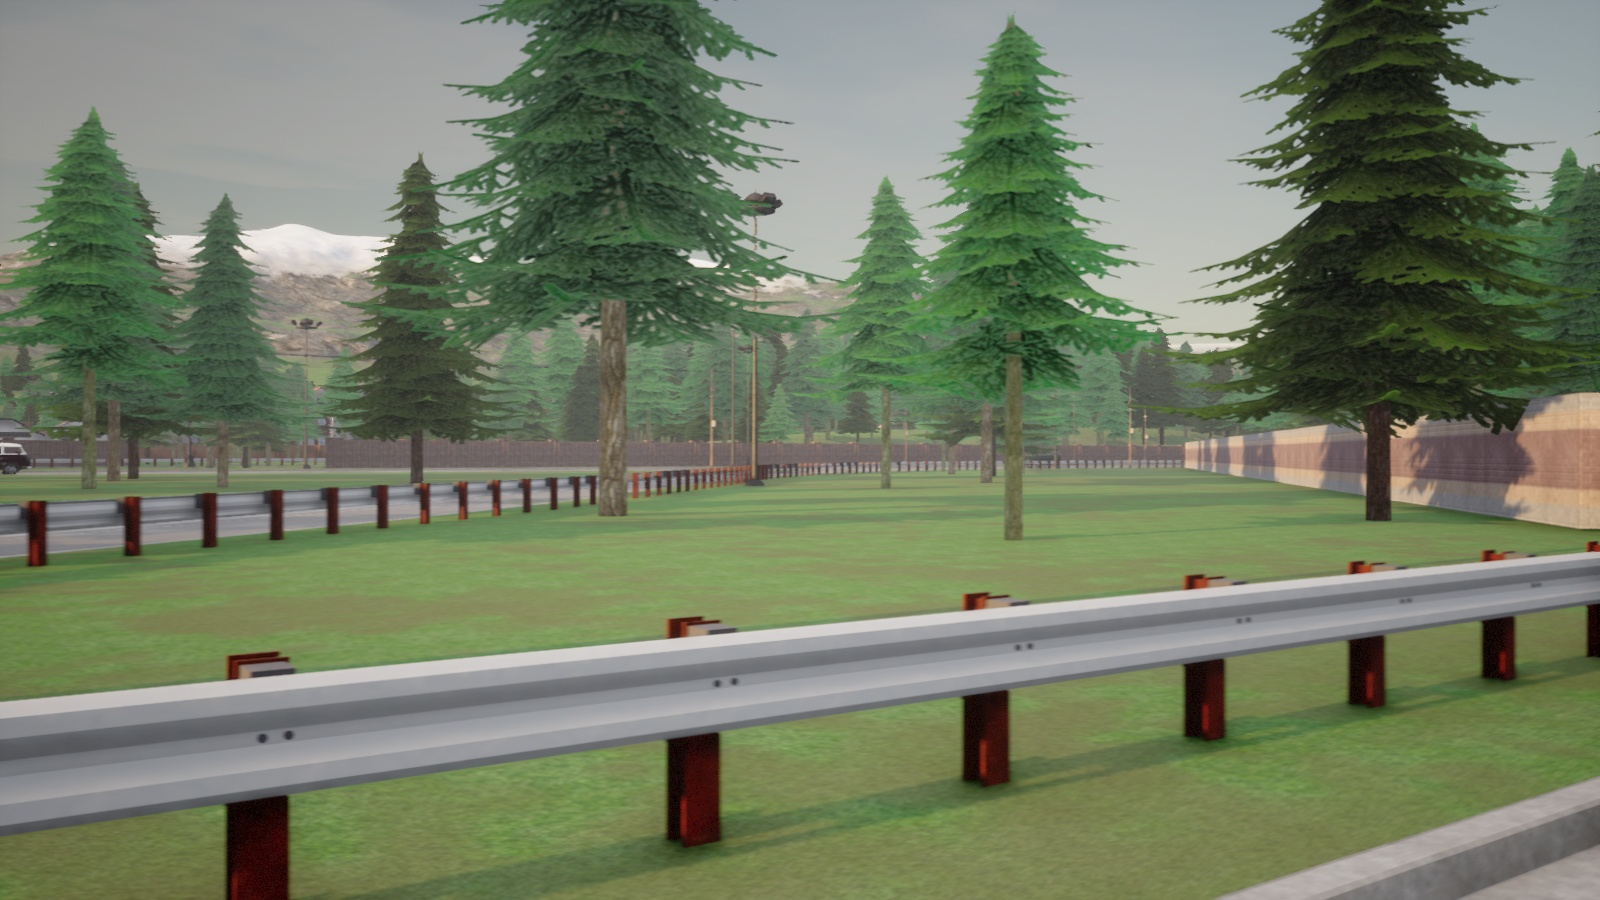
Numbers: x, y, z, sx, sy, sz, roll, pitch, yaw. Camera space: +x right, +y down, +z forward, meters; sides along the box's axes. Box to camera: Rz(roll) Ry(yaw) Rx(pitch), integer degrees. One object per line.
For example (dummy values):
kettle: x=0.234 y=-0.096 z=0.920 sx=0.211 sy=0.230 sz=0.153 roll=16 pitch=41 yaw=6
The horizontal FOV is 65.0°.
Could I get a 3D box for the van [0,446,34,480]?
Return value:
van: x=-48.879 y=0.757 z=75.735 sx=4.480 sy=2.038 sz=2.069 roll=0 pitch=0 yaw=-35
